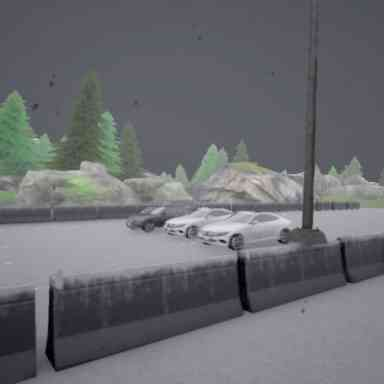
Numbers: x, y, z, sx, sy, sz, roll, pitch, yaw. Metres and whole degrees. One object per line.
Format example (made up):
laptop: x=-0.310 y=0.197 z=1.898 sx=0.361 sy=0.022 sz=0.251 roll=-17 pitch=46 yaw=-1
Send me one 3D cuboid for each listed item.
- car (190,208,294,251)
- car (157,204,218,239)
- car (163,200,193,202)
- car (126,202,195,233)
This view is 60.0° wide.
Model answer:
car: x=2.462 y=1.543 z=14.348 sx=4.674 sy=1.442 sz=1.812 roll=0 pitch=0 yaw=-35
car: x=0.777 y=1.544 z=17.444 sx=4.674 sy=1.442 sz=1.812 roll=0 pitch=0 yaw=-35
car: x=-1.524 y=1.375 z=24.399 sx=4.553 sy=1.767 sz=2.097 roll=0 pitch=0 yaw=-35
car: x=-1.633 y=1.543 z=20.025 sx=4.674 sy=1.442 sz=1.812 roll=0 pitch=0 yaw=-36
